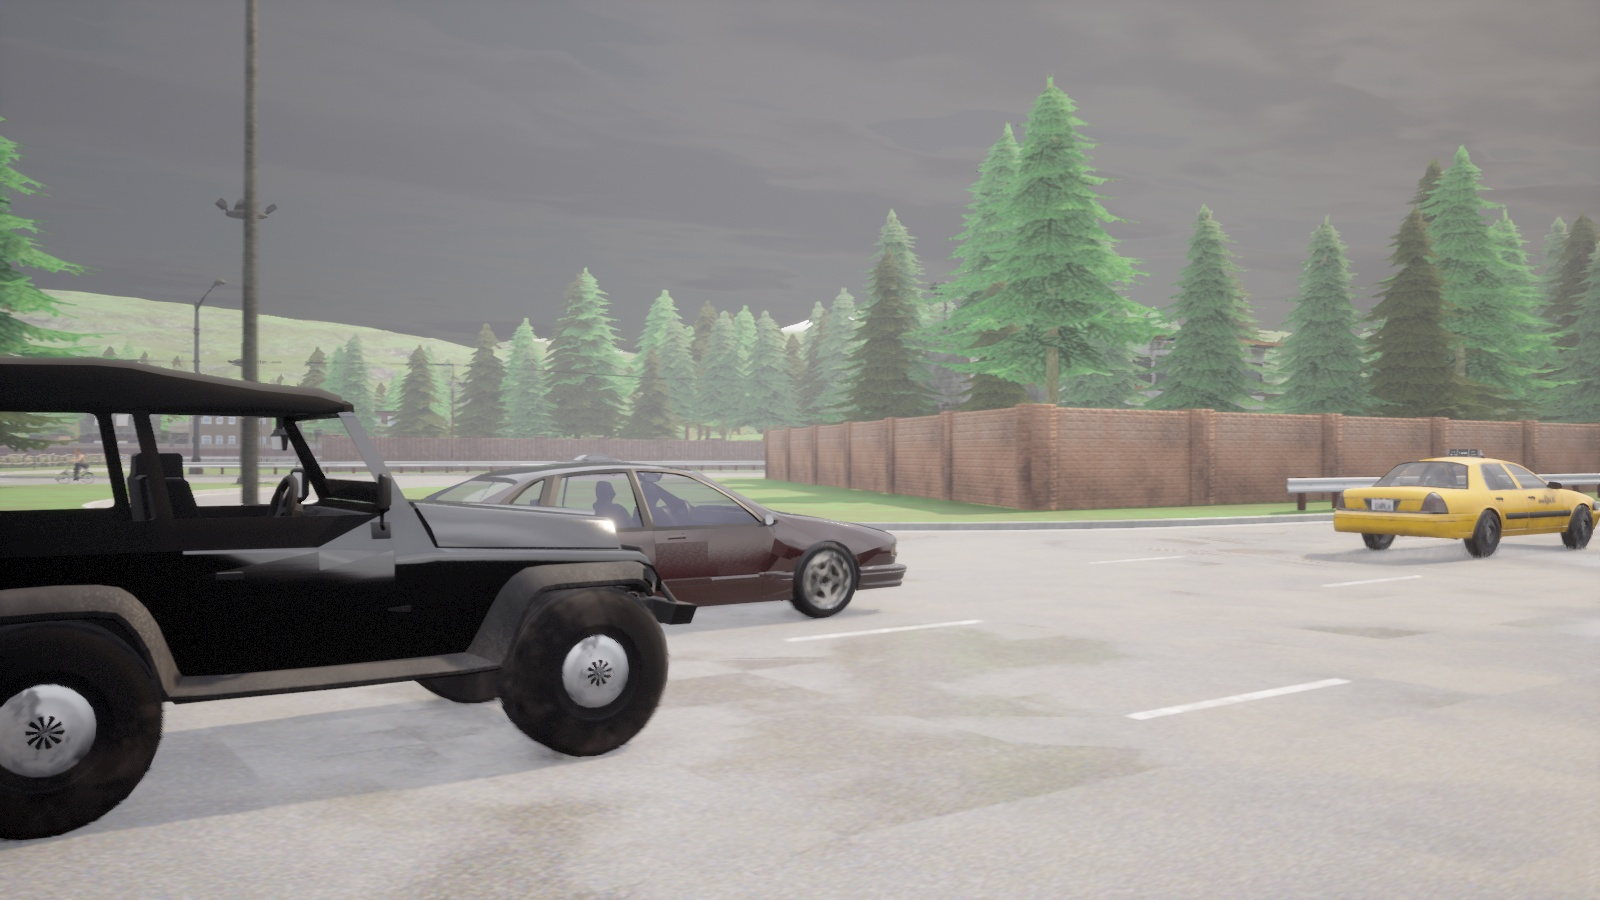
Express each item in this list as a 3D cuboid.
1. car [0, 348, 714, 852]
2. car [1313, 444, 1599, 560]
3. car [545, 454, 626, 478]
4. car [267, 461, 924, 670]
[{"bbox_3d":[-2.573,0.561,6.133,3.866,1.878,1.905,0,0,-35],"label":"car"},{"bbox_3d":[10.301,0.709,19.358,5.366,1.575,1.801,0,0,-35],"label":"car"},{"bbox_3d":[-13.508,0.993,79.180,4.674,1.442,1.812,0,0,-35],"label":"car"},{"bbox_3d":[-1.618,0.823,11.061,5.357,1.411,2.033,0,0,-35],"label":"car"}]
